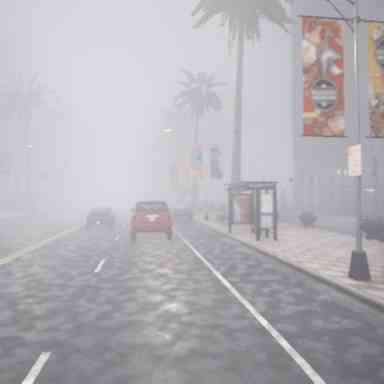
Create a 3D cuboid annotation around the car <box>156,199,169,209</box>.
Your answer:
[{"bbox_3d":[-5.323,2.146,59.587,2.185,1.767,4.553,0,-1,-8],"label":"car"}]

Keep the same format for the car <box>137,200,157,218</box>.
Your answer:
[{"bbox_3d":[-5.044,1.861,37.258,2.097,1.767,4.553,0,-1,-8],"label":"car"}]

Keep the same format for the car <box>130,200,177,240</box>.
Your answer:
[{"bbox_3d":[-2.362,1.482,19.122,2.150,2.045,5.566,0,-1,-8],"label":"car"}]

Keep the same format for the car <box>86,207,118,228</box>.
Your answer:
[{"bbox_3d":[-6.802,1.877,25.234,1.837,1.490,4.892,0,-1,-8],"label":"car"}]

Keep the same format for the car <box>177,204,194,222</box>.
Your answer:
[{"bbox_3d":[-1.025,1.874,30.529,2.231,1.521,4.892,0,-1,-8],"label":"car"}]
